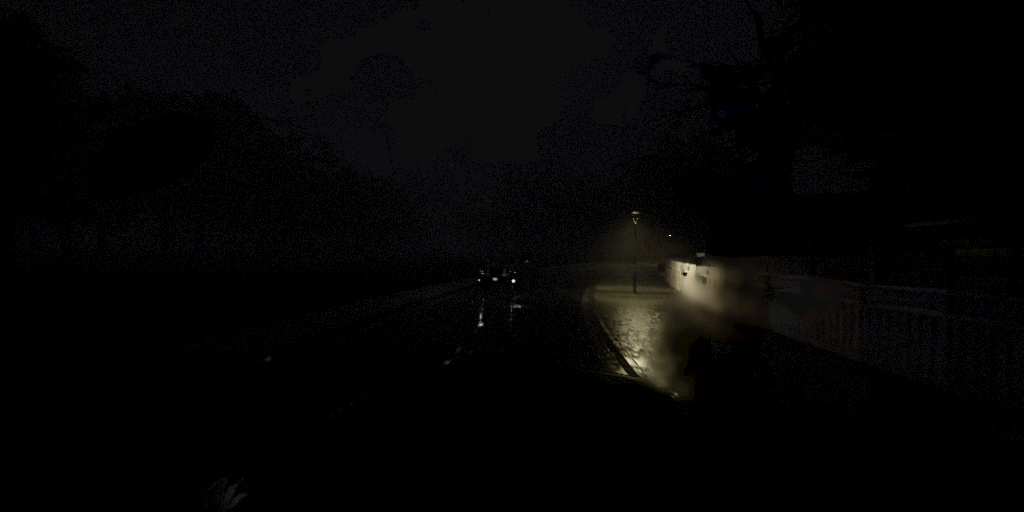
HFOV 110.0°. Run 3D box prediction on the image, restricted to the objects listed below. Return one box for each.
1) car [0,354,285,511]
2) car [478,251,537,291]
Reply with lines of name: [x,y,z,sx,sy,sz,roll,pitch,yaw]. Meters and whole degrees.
car: [-2.683,1.227,0.790,1.837,1.490,4.892,0,0,1]
car: [-0.059,0.749,20.398,2.150,2.045,5.566,1,1,17]
